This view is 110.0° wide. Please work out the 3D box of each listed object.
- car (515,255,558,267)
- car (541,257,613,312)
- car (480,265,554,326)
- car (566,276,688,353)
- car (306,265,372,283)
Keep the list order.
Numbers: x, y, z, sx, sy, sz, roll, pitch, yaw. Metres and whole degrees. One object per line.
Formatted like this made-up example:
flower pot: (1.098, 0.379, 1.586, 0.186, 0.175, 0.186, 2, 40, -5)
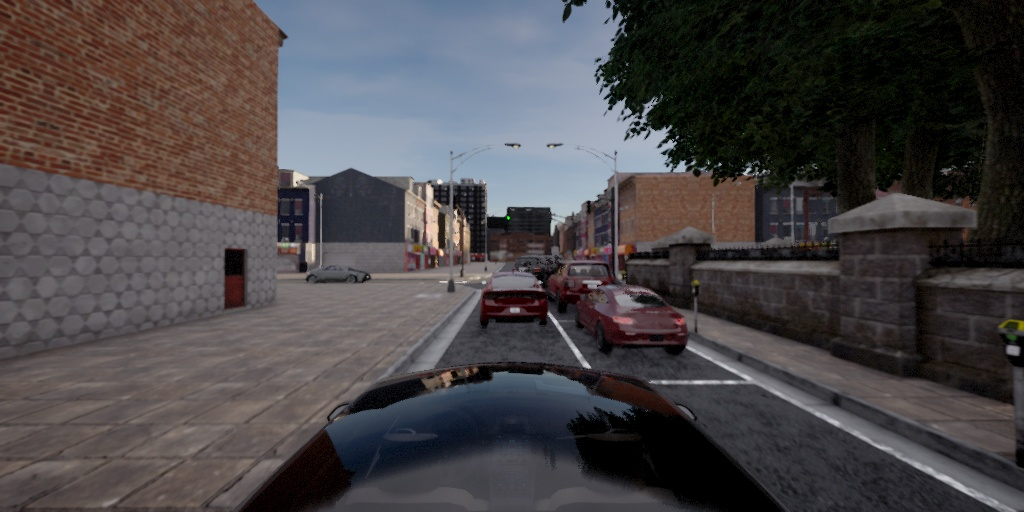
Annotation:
car: (2.260, 0.984, 23.580, 2.150, 2.045, 5.566, -1, 0, 36)
car: (2.559, 1.070, 14.009, 2.192, 1.841, 5.009, 0, 0, 0)
car: (0.010, 1.232, 11.680, 1.882, 1.535, 5.008, 0, 0, -1)
car: (2.599, 1.333, 8.561, 1.802, 1.307, 4.207, 0, 0, 0)
car: (-12.241, 1.305, 25.470, 4.181, 1.385, 1.994, 0, -1, -1)
